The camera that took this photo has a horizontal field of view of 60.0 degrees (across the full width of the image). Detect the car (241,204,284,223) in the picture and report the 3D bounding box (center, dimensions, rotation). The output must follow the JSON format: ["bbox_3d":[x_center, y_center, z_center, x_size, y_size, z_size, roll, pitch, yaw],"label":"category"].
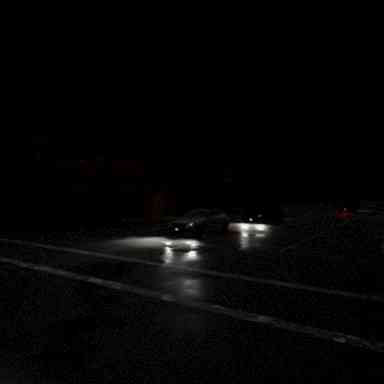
[{"bbox_3d":[5.872,1.692,27.063,2.033,1.411,5.357,0,0,34],"label":"car"}]

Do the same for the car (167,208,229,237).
[{"bbox_3d":[0.504,1.638,18.960,1.812,1.442,4.674,0,0,34],"label":"car"}]

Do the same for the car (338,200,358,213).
[{"bbox_3d":[18.710,1.689,39.954,1.837,1.490,4.892,0,-1,31],"label":"car"}]
